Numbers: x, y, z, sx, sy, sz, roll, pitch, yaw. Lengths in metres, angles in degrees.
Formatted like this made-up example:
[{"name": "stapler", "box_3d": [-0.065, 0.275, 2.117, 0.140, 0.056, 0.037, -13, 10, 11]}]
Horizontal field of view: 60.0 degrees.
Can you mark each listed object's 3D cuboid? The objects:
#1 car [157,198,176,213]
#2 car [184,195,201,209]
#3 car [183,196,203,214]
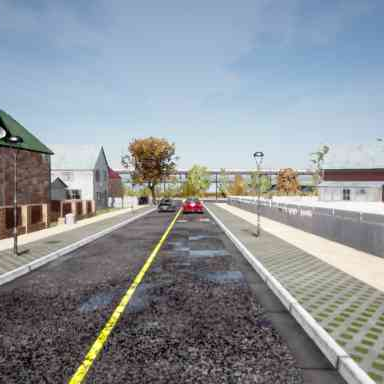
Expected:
[{"name": "car", "box_3d": [-2.805, 1.502, 37.162, 1.837, 1.490, 4.892, 0, -1, 1]}, {"name": "car", "box_3d": [0.071, 1.355, 45.120, 2.097, 1.767, 4.553, 0, 0, 0]}, {"name": "car", "box_3d": [0.075, 1.346, 35.359, 2.097, 1.767, 4.553, 0, 0, 0]}]
